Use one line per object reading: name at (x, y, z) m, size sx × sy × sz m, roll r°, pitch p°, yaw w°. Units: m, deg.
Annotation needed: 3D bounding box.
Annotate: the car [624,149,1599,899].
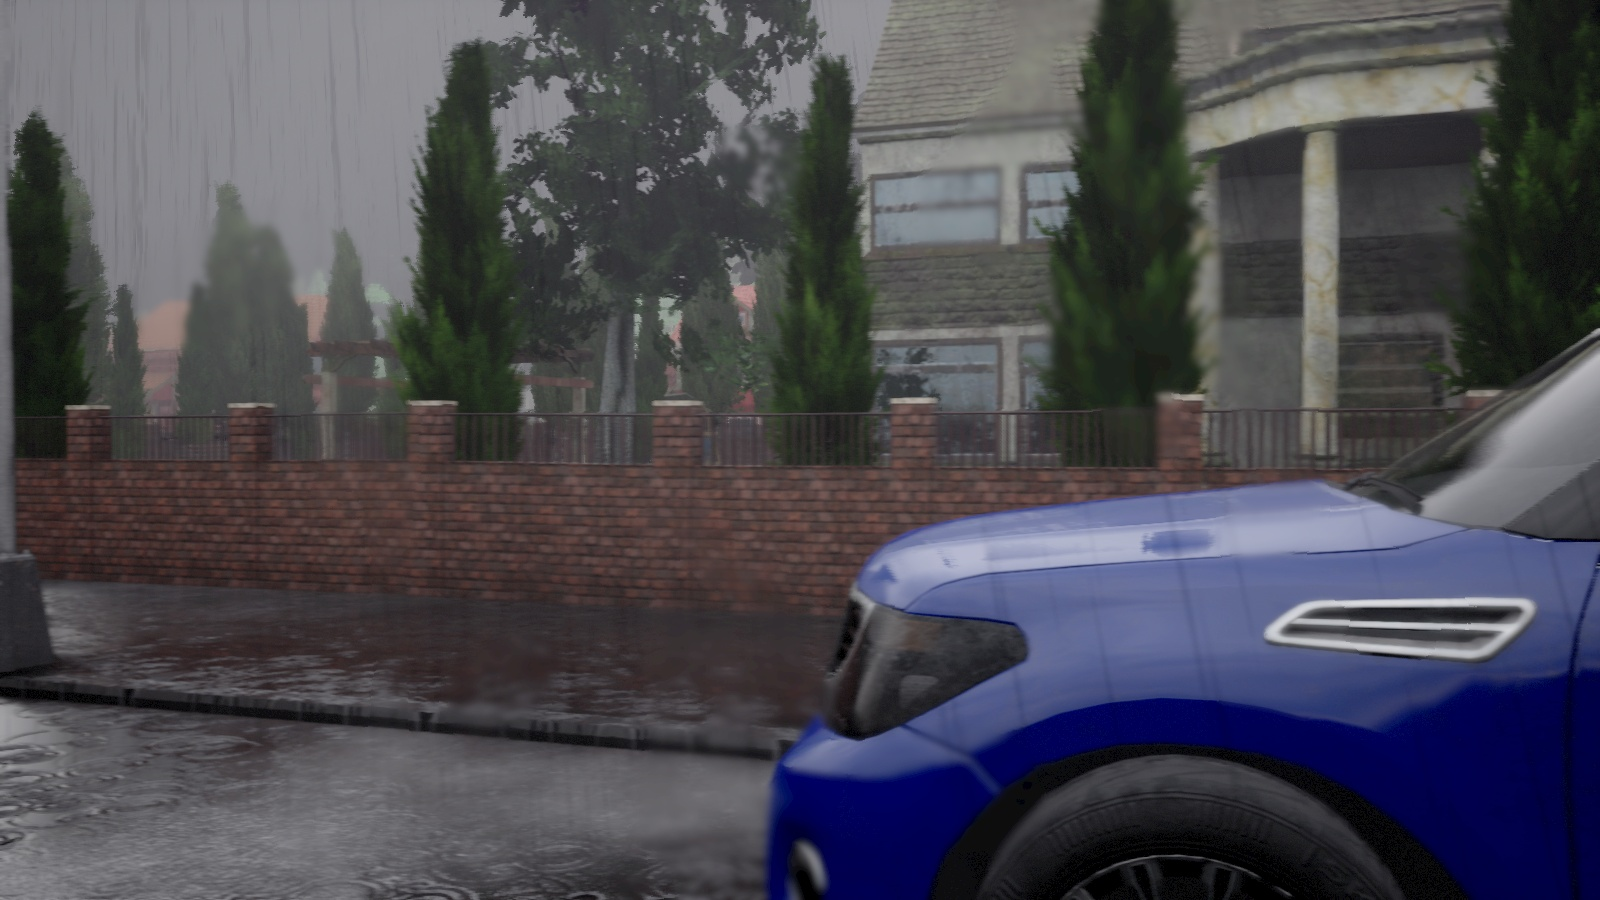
car at (2.601, 0.510, 2.842) m, size 5.566 × 2.045 × 2.150 m, roll 1°, pitch 1°, yaw 19°
